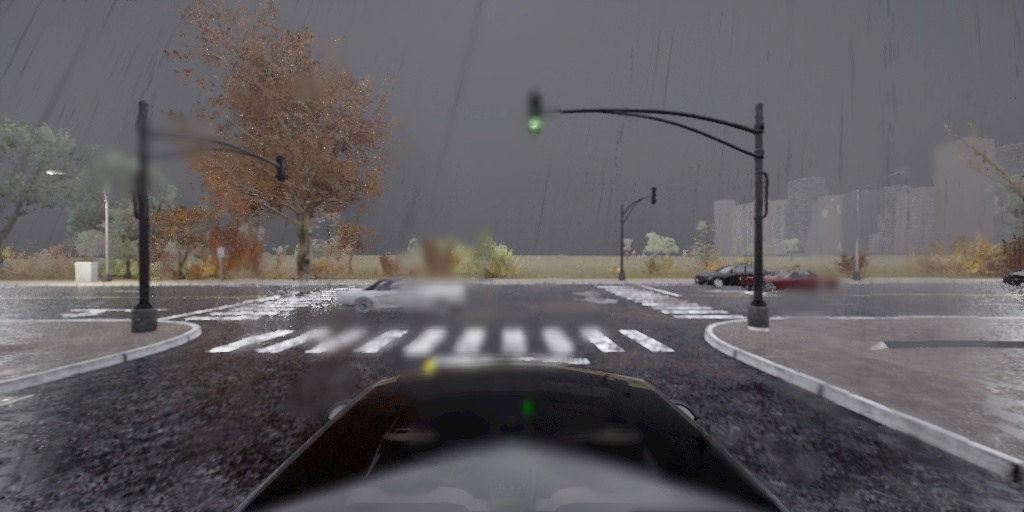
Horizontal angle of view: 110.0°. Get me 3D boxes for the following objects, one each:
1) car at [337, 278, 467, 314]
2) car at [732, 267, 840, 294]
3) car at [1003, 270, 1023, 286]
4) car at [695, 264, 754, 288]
[{"bbox_3d":[-4.160,1.529,14.204,4.718,1.301,1.895,0,0,-1],"label":"car"},{"bbox_3d":[15.897,1.462,20.850,4.718,1.301,1.895,0,0,0],"label":"car"},{"bbox_3d":[36.031,1.316,23.858,4.892,1.490,1.837,0,0,1],"label":"car"},{"bbox_3d":[14.963,1.324,24.105,5.008,1.535,1.882,-1,0,0],"label":"car"}]
